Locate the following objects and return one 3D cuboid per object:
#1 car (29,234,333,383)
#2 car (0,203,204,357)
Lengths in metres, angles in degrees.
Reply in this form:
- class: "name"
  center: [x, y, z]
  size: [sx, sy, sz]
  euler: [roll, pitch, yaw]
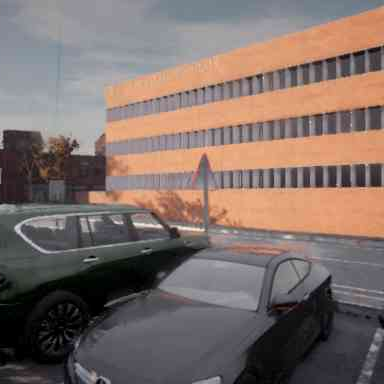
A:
- class: "car"
  center: [0.602, 1.516, 4.568]
  size: [2.002, 1.452, 4.674]
  euler: [0, 0, 36]
- class: "car"
  center: [-1.682, 1.217, 6.230]
  size: [2.435, 2.045, 5.566]
  euler: [0, 0, 36]
